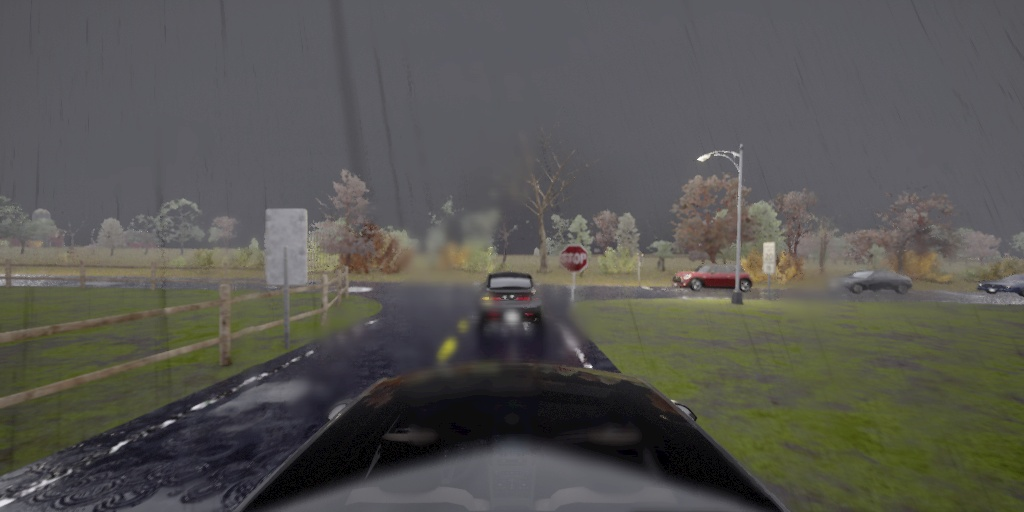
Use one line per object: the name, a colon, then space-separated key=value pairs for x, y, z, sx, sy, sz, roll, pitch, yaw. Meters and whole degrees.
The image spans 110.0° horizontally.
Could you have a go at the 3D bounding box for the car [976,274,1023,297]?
car: x=33.716 y=1.871 z=23.193 sx=5.357 sy=1.411 sz=2.033 roll=1 pitch=1 yaw=0

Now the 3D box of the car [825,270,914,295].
car: x=23.109 y=1.662 z=23.222 sx=4.674 sy=1.442 sz=1.812 roll=1 pitch=1 yaw=0

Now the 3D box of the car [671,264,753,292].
car: x=12.812 y=1.305 z=23.196 sx=4.553 sy=1.767 sz=2.097 roll=1 pitch=1 yaw=-1

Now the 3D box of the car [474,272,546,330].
car: x=-0.108 y=1.240 z=11.144 sx=1.837 sy=1.490 sz=4.892 roll=0 pitch=0 yaw=-3
